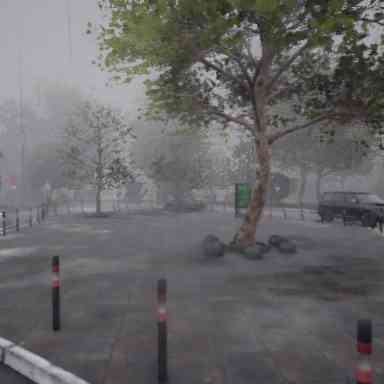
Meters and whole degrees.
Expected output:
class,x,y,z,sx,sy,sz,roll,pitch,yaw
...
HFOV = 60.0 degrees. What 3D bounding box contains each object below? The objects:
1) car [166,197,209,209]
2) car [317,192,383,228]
class,x,y,z,sx,sy,sz,roll,pitch,yaw
car,-0.538,1.251,37.203,4.718,1.301,1.895,0,0,16
car,10.220,1.000,20.533,2.150,2.045,5.566,0,0,-19
